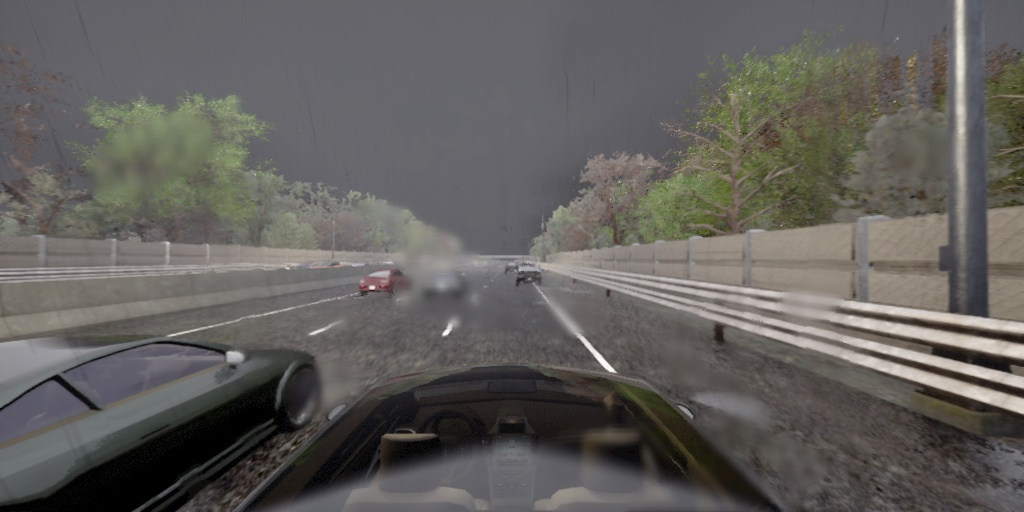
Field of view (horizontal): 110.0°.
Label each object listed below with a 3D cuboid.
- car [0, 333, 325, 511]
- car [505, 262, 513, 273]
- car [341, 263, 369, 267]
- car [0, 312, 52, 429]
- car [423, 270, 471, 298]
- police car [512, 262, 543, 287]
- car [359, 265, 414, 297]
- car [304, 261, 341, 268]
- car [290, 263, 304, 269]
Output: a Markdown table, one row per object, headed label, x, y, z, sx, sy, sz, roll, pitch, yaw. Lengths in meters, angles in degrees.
| label | x | y | z | sx | sy | sz | roll | pitch | yaw |
| --- | --- | --- | --- | --- | --- | --- | --- | --- | --- |
| car | -3.401 | 1.321 | 2.927 | 1.994 | 1.385 | 4.181 | 0 | 0 | 0 |
| car | 0.011 | 1.604 | 50.193 | 1.882 | 1.535 | 5.008 | 0 | 0 | 1 |
| car | -17.594 | 1.578 | 41.688 | 1.812 | 1.442 | 4.674 | 0 | -1 | 0 |
| car | -6.900 | 1.353 | 2.278 | 1.895 | 1.301 | 4.718 | 0 | 0 | 0 |
| car | -3.409 | 1.437 | 19.417 | 1.994 | 1.385 | 4.181 | 0 | 0 | 0 |
| police car | 1.207 | 1.360 | 26.812 | 1.930 | 1.638 | 5.238 | 0 | 0 | 0 |
| car | -6.910 | 1.403 | 20.008 | 1.812 | 1.442 | 4.674 | 0 | 0 | 0 |
| car | -21.102 | 1.398 | 40.911 | 2.097 | 1.767 | 4.553 | 0 | -1 | 0 |
| car | -24.588 | 1.553 | 42.929 | 2.128 | 1.511 | 4.902 | 0 | 0 | 0 |
